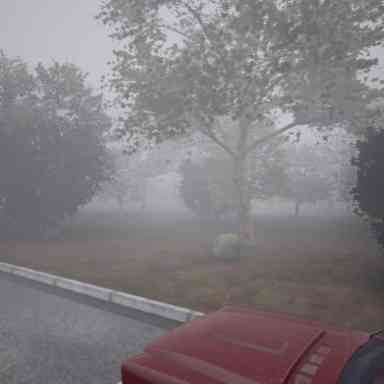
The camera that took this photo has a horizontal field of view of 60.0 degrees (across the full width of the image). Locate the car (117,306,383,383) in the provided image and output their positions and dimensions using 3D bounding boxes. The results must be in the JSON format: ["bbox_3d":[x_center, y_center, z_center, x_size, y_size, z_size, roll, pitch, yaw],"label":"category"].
[{"bbox_3d":[1.660,1.601,2.194,4.718,1.301,1.895,0,0,36],"label":"car"}]
